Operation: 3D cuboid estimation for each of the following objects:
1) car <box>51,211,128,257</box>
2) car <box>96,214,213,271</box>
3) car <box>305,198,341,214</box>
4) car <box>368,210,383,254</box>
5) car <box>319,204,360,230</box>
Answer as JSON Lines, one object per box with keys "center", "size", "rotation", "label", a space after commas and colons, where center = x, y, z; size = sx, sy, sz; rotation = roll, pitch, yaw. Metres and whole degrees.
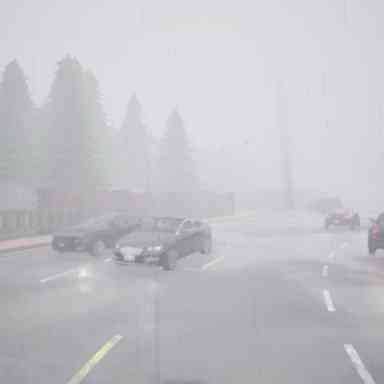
{"center": [-3.540, 1.616, 13.977], "size": [1.882, 1.535, 5.008], "rotation": [0, -1, 25], "label": "car"}
{"center": [-0.785, 1.612, 11.627], "size": [2.128, 1.511, 4.902], "rotation": [0, -1, 24], "label": "car"}
{"center": [15.505, 1.678, 39.462], "size": [2.150, 2.045, 5.566], "rotation": [0, -1, -7], "label": "car"}
{"center": [8.549, 1.516, 13.803], "size": [2.097, 1.767, 4.553], "rotation": [0, -1, 30], "label": "car"}
{"center": [10.695, 1.798, 23.617], "size": [1.812, 1.442, 4.674], "rotation": [0, -1, 33], "label": "car"}
